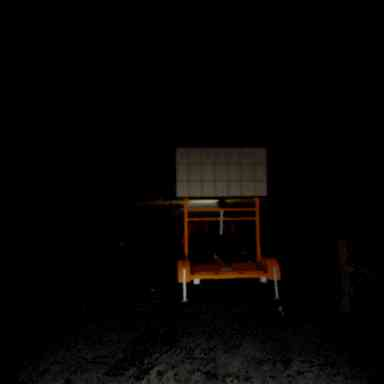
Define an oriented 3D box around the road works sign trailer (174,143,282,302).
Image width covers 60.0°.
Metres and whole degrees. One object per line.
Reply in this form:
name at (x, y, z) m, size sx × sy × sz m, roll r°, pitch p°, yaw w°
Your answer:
road works sign trailer at (0.743, 0.559, 8.547) m, size 2.380 × 3.560 × 2.880 m, roll -1°, pitch -1°, yaw -4°
